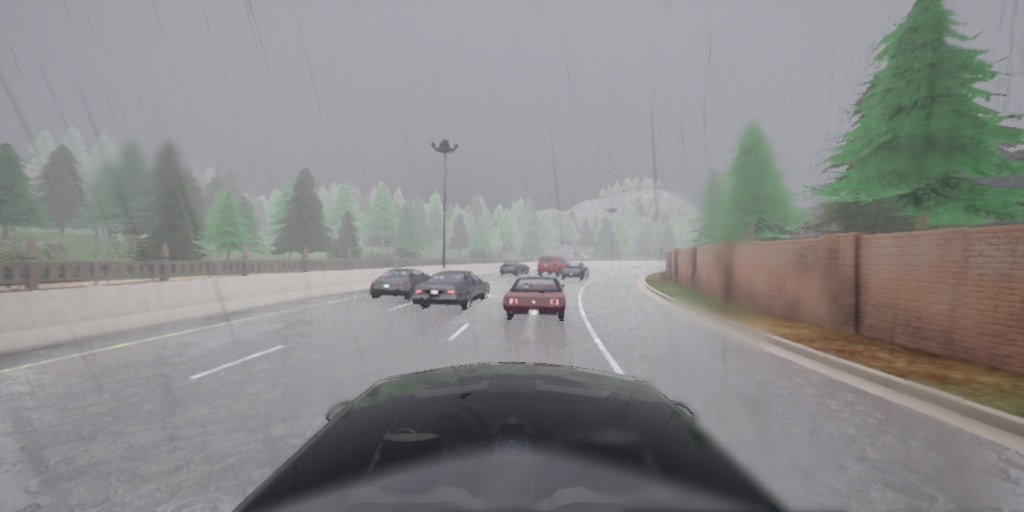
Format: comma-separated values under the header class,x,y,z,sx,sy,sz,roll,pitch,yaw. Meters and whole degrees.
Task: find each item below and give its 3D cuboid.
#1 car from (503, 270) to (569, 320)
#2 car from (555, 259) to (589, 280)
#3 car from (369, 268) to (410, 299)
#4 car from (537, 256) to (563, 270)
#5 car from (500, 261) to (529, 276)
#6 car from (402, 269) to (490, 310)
class,x,y,z,sx,sy,sz,roll,pitch,yaw
car,0.929,1.366,12.712,1.895,1.301,4.718,0,0,7
car,5.618,1.299,31.564,2.128,1.511,4.902,0,0,19
car,-5.261,1.303,17.940,1.994,1.385,4.181,0,0,10
car,4.401,1.029,38.003,2.150,2.045,5.566,0,0,23
car,0.347,1.278,37.248,2.128,1.511,4.902,0,0,22
car,-2.308,1.298,14.857,2.033,1.411,5.357,0,0,8
